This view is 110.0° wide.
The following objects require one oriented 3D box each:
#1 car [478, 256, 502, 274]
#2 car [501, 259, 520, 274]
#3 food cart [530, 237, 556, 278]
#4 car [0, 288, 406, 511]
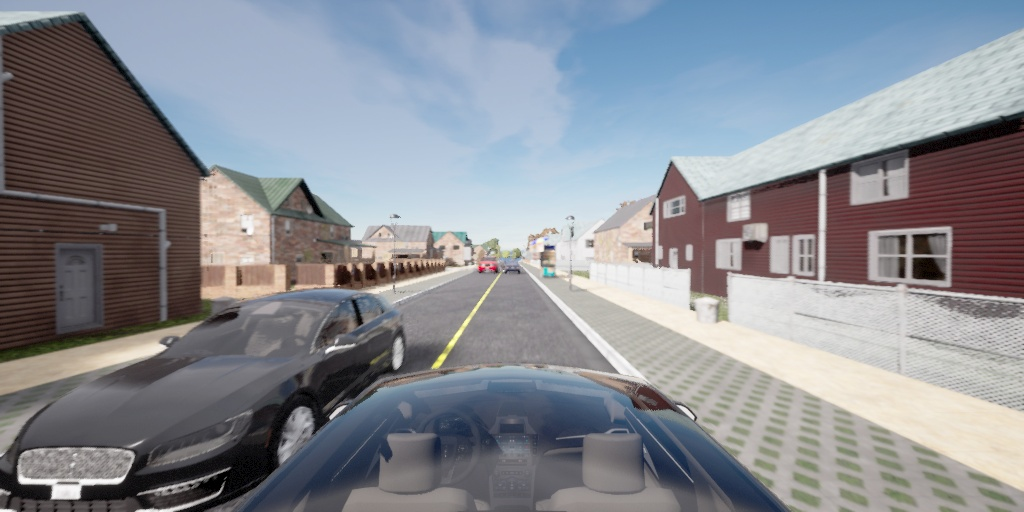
[{"bbox_3d":[-2.729,1.016,42.472,2.150,2.045,5.566,0,-1,1],"label":"car"},{"bbox_3d":[0.035,1.338,42.485,2.033,1.411,5.357,0,0,-1],"label":"car"},{"bbox_3d":[3.042,0.229,31.545,2.280,3.560,4.660,0,0,0],"label":"food cart"},{"bbox_3d":[-2.844,1.253,4.719,1.837,1.490,4.892,0,0,0],"label":"car"}]
